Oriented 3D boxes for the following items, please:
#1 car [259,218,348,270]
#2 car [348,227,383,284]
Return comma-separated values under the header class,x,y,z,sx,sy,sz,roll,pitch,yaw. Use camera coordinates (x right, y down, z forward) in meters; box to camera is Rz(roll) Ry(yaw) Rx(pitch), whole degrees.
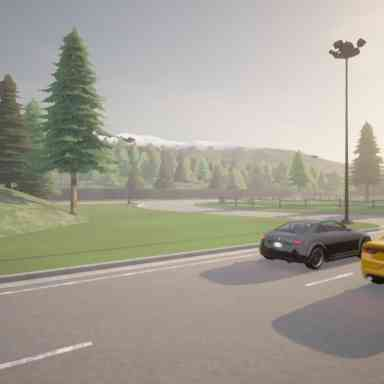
class,x,y,z,sx,sy,sz,roll,pitch,yaw
car,4.239,1.563,11.177,4.181,1.385,1.994,0,0,-35
car,6.219,1.477,8.289,5.008,1.535,1.882,0,0,-35
